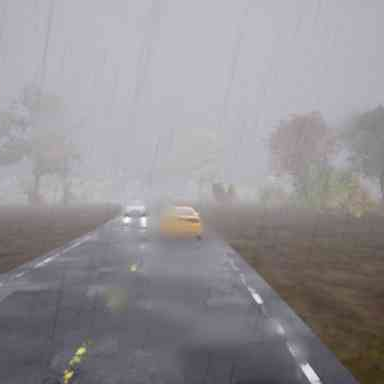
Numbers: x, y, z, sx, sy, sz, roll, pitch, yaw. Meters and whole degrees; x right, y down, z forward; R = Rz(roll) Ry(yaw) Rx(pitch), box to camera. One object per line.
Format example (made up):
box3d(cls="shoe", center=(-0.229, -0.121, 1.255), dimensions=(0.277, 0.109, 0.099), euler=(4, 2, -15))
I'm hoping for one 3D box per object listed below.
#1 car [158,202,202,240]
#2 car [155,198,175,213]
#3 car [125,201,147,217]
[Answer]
box3d(cls="car", center=(-0.618, 1.489, 17.241), dimensions=(1.882, 1.535, 5.008), euler=(0, 0, -4))
box3d(cls="car", center=(-3.021, 1.411, 37.741), dimensions=(2.097, 1.767, 4.553), euler=(0, 0, -9))
box3d(cls="car", center=(-5.345, 1.574, 31.817), dimensions=(1.812, 1.442, 4.674), euler=(0, 0, -8))
